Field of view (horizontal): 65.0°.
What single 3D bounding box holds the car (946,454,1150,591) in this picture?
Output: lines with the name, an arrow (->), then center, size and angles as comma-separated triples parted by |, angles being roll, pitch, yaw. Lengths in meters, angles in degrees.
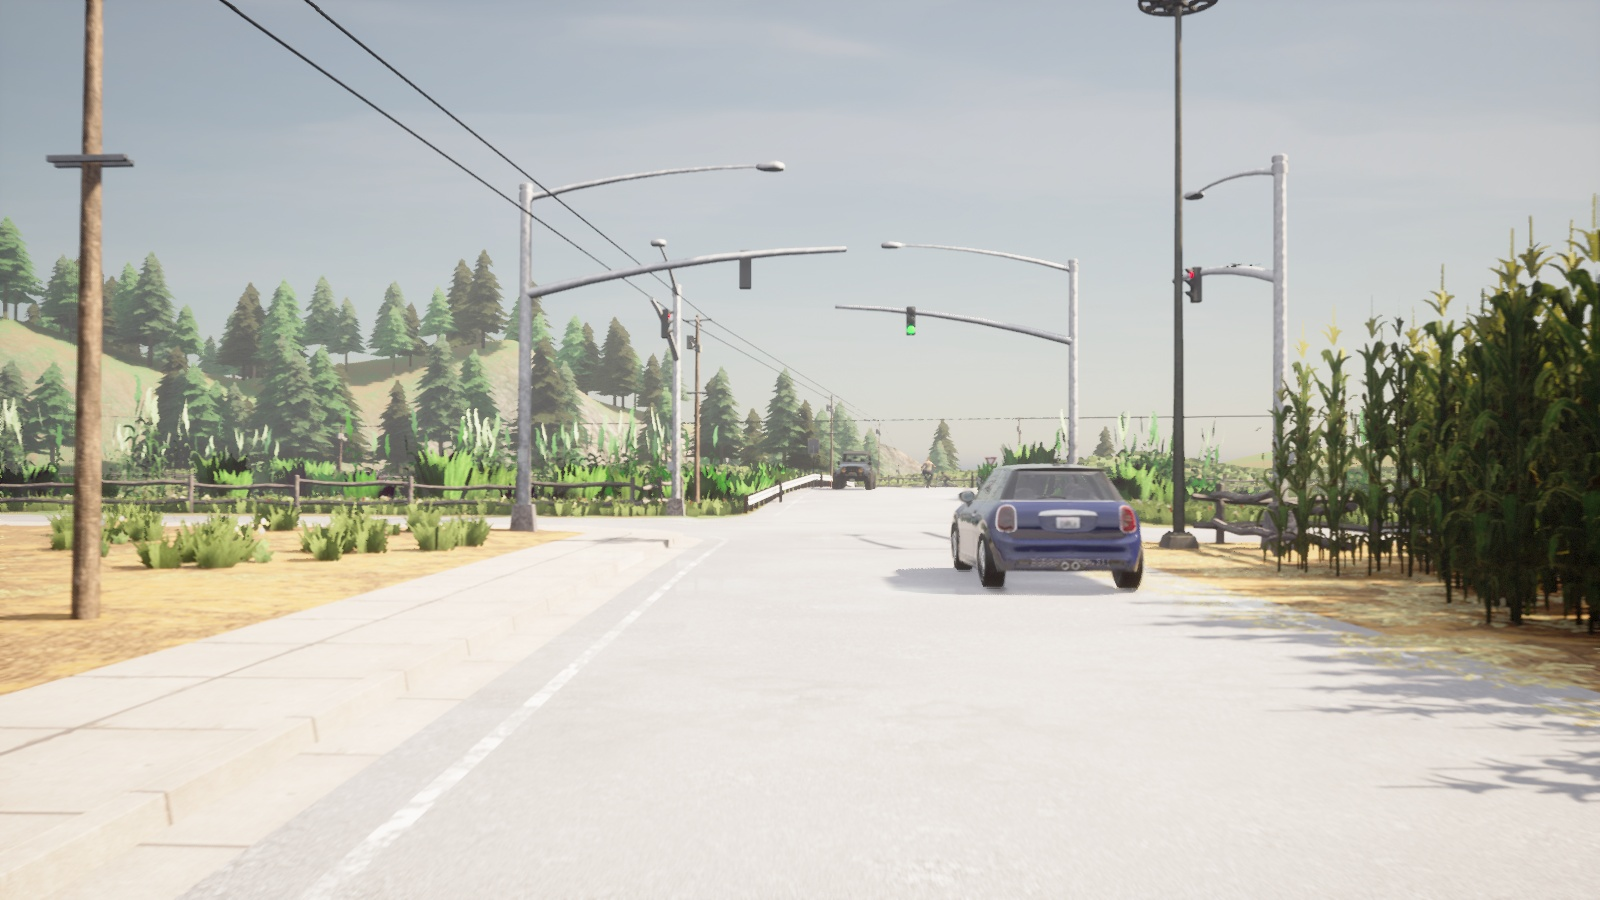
car -> 3.471, 0.975, 18.508 | 2.097, 1.767, 4.553 | 0, -1, 0

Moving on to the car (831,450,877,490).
car -> 2.688, 0.967, 61.503 | 1.905, 1.878, 3.866 | 0, 0, 7
